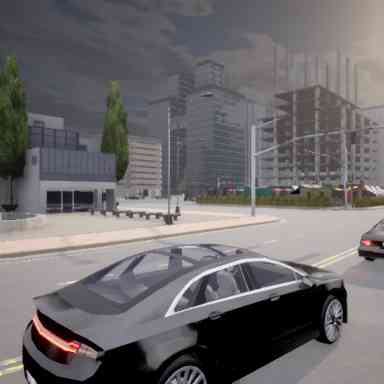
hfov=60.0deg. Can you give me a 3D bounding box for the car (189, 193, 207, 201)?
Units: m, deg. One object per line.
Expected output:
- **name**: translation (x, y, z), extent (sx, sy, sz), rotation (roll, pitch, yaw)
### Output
- **car**: translation (1.901, 1.393, 74.508), extent (1.970, 1.475, 3.806), rotation (0, 0, 43)

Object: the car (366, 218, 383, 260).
- **car**: translation (7.305, 1.547, 11.311), extent (2.033, 1.411, 5.357), rotation (0, 0, 43)

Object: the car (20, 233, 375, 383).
- **car**: translation (0.382, 1.491, 4.602), extent (4.902, 1.511, 2.128), rotation (0, 0, -41)

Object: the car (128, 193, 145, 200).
- **car**: translation (-14.440, 1.154, 90.002), extent (1.905, 1.878, 3.866), rotation (0, 0, 43)

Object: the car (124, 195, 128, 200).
- **car**: translation (-16.501, 1.151, 92.036), extent (1.932, 1.855, 4.605), rotation (0, 0, 43)

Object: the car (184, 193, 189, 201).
- **car**: translation (-0.190, 1.153, 76.511), extent (1.905, 1.878, 3.866), rotation (0, 0, 43)
